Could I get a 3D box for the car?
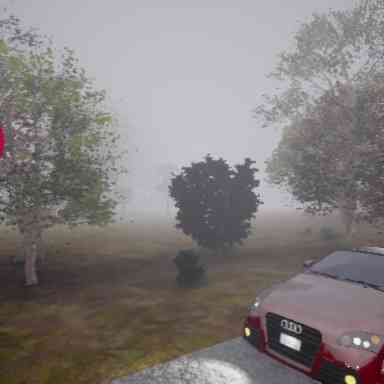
[{"bbox_3d":[2.771,1.574,5.053,4.181,1.385,1.994,0,0,-36],"label":"car"}]
